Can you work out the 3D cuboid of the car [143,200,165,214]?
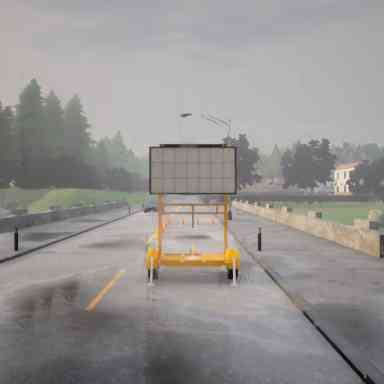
[{"bbox_3d":[-4.001,1.547,35.870,2.033,1.411,5.357,0,0,0],"label":"car"}]

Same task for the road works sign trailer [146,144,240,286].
[{"bbox_3d":[0.026,0.464,9.353,2.380,3.560,2.880,0,0,0],"label":"road works sign trailer"}]
